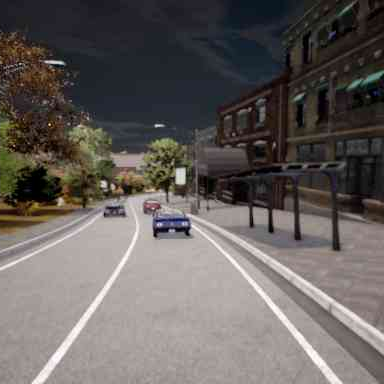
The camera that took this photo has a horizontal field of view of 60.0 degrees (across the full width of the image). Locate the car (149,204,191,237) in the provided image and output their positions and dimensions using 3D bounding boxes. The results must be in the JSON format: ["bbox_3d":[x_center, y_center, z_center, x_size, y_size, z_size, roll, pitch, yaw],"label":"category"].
[{"bbox_3d":[-1.232,1.578,18.140,1.895,1.301,4.718,-1,0,-7],"label":"car"}]

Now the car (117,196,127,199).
[{"bbox_3d":[-14.912,1.634,71.170,2.128,1.511,4.902,-1,0,-11],"label":"car"}]

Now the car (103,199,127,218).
[{"bbox_3d":[-7.070,1.624,30.674,1.994,1.385,4.181,-1,0,-11],"label":"car"}]

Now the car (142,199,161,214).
[{"bbox_3d":[-4.313,1.516,35.799,1.812,1.442,4.674,-1,0,-11],"label":"car"}]
